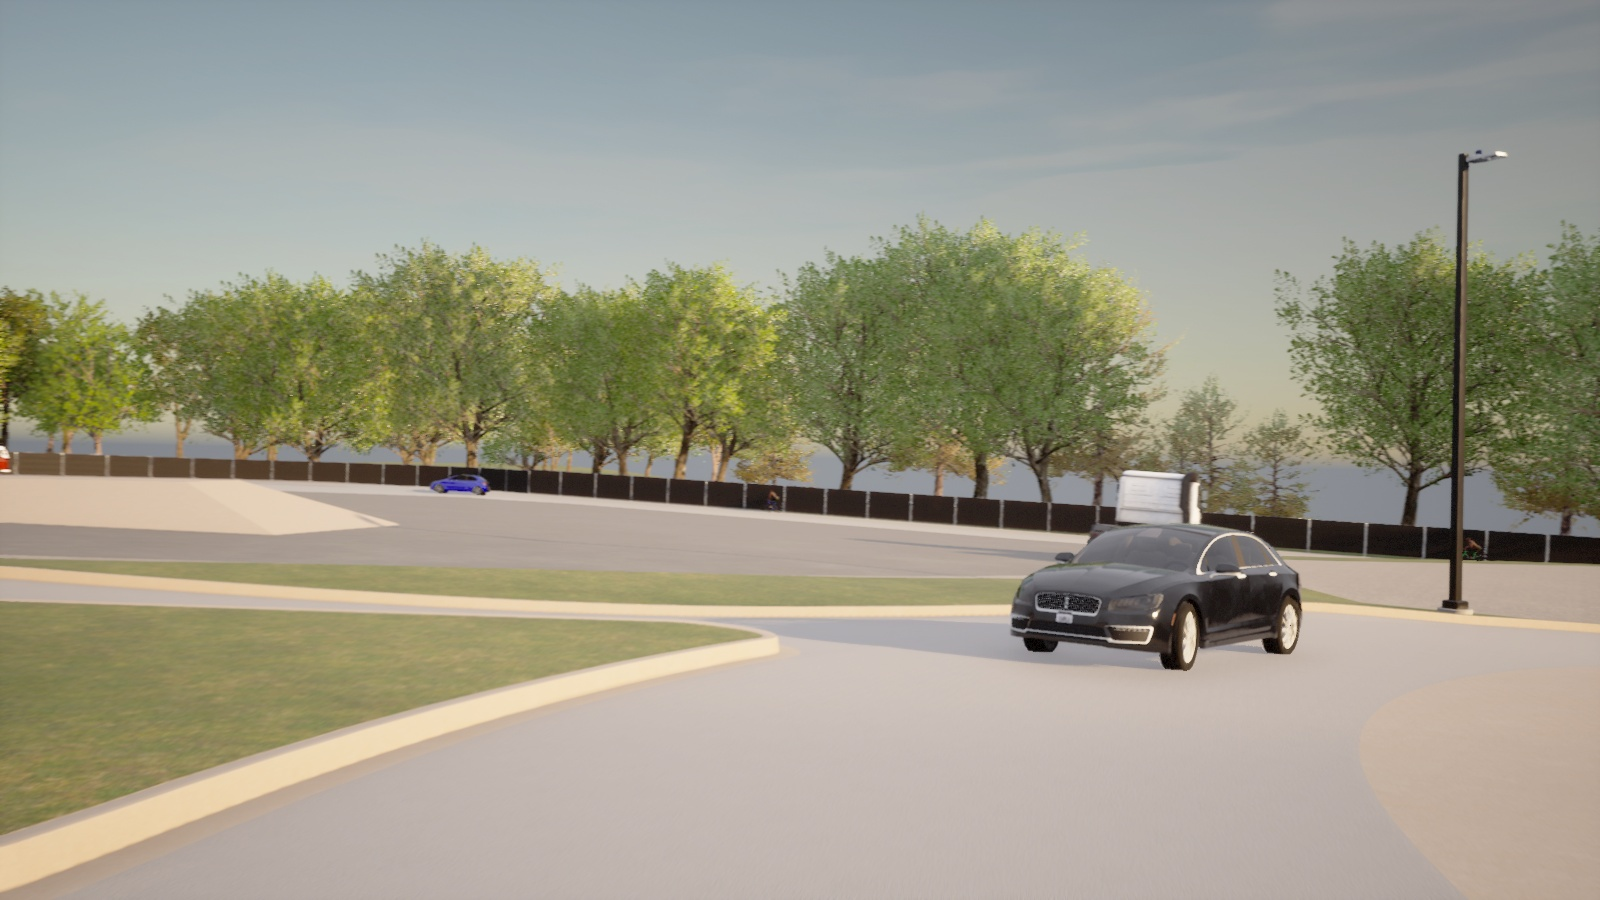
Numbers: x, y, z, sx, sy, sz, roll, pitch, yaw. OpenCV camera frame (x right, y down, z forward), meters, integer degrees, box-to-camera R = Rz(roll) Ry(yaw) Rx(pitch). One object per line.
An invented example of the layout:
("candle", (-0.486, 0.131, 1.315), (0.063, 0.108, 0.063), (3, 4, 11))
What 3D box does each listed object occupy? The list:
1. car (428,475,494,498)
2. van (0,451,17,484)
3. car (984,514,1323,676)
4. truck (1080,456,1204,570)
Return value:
("car", (-24.450, 2.649, 90.682), (4.193, 1.474, 1.816), (3, -2, -2))
("van", (-52.719, 1.022, 79.763), (2.069, 2.038, 4.480), (3, -1, 39))
("car", (4.268, 1.577, 14.561), (1.837, 1.490, 4.892), (0, -3, 41))
("truck", (12.269, 2.238, 44.457), (2.891, 3.462, 7.936), (4, -1, 24))
